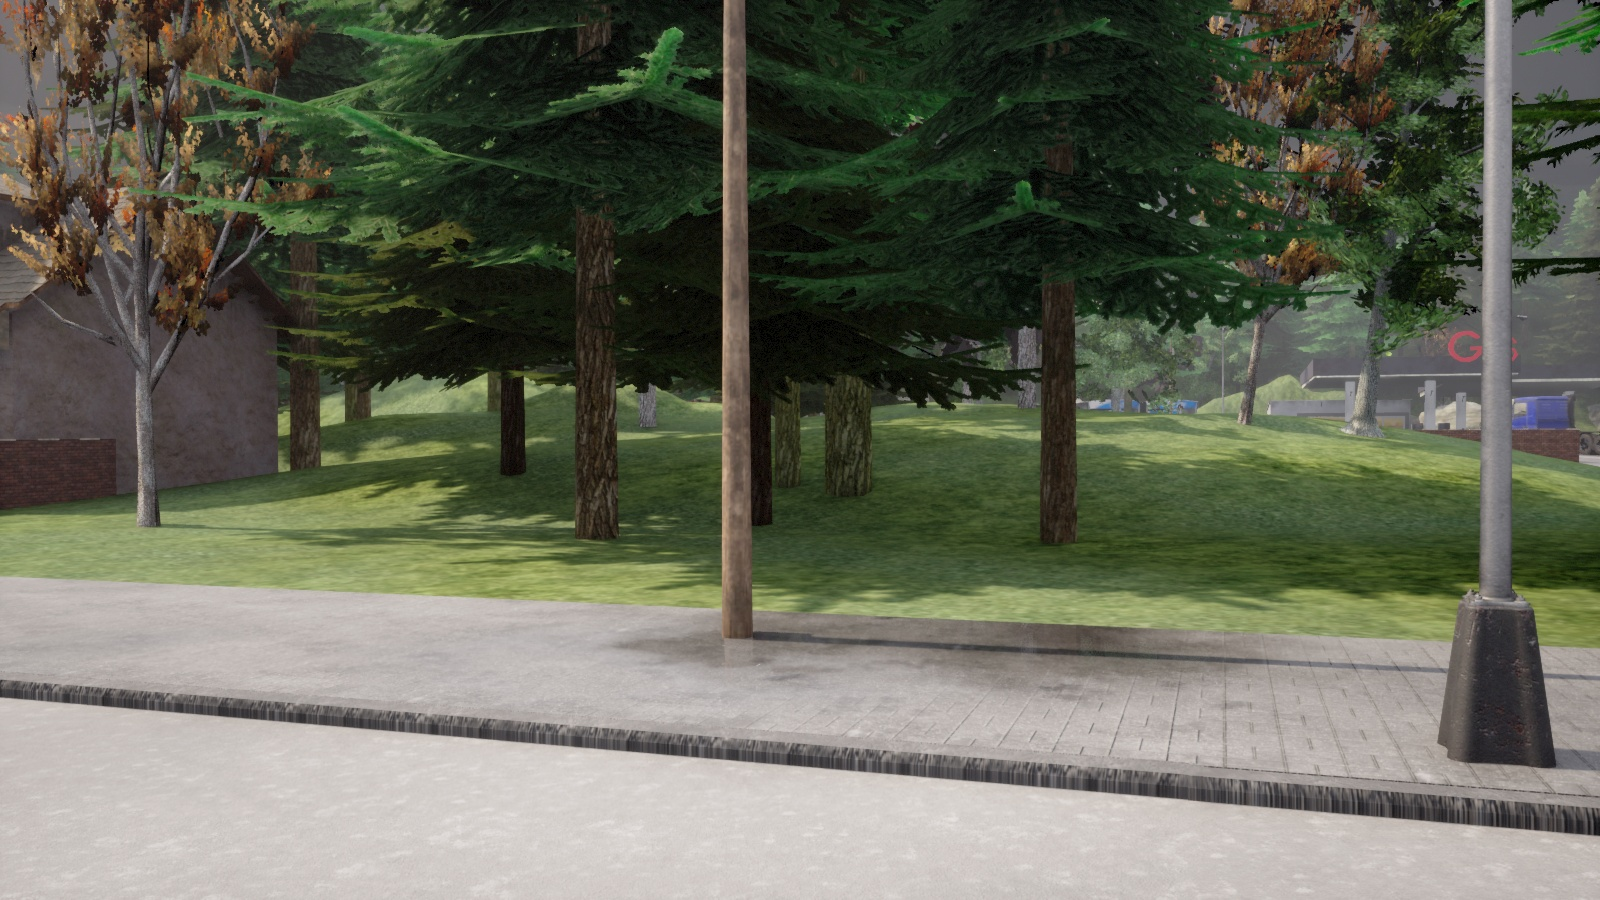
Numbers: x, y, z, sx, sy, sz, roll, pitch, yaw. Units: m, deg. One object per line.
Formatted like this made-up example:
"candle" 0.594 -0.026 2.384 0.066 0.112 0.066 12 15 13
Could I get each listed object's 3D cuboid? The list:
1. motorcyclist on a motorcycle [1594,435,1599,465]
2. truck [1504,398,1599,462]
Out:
"motorcyclist on a motorcycle" 40.664 0.007 62.910 0.866 1.530 2.191 0 1 14
"truck" 44.298 -1.129 71.279 2.891 3.462 7.936 0 1 -14
